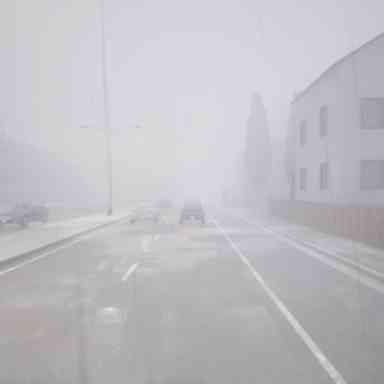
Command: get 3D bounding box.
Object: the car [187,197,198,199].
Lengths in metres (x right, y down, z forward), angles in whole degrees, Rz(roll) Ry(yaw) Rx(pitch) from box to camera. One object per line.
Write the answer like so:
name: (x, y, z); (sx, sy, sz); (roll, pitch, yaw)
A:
car: (0.082, 1.386, 43.650); (2.097, 1.767, 4.553); (0, 0, 0)

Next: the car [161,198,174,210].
car: (-3.417, 1.511, 43.994); (1.882, 1.535, 5.008); (0, 0, 0)

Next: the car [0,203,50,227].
car: (-11.524, 1.509, 22.902); (2.128, 1.511, 4.902); (0, 0, 0)

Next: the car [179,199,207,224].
car: (0.049, 1.525, 25.262); (1.837, 1.490, 4.892); (0, 0, 1)

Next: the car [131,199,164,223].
car: (-3.450, 1.545, 25.340); (1.812, 1.442, 4.674); (0, 0, 1)
